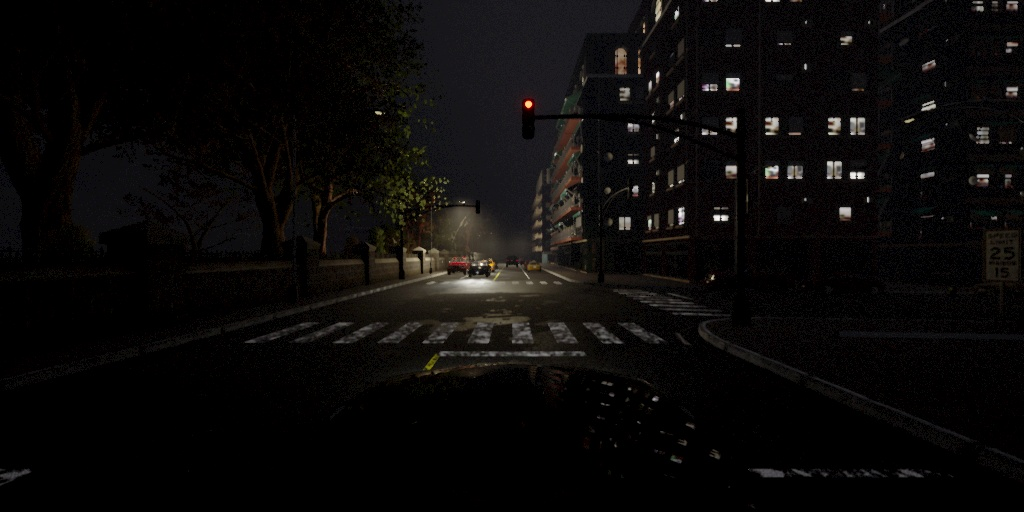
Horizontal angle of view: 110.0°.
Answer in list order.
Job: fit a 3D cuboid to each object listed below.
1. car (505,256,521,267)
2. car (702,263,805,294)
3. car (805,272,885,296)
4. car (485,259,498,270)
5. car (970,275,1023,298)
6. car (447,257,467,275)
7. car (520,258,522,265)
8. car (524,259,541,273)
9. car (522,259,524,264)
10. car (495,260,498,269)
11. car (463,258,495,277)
[{"bbox_3d":[0.025,0.972,63.707,2.150,2.045,5.566,0,0,0],"label":"car"},{"bbox_3d":[14.607,1.331,22.186,5.009,1.841,2.192,0,0,0],"label":"car"},{"bbox_3d":[20.302,1.664,22.202,4.507,1.381,1.888,0,0,0],"label":"car"},{"bbox_3d":[-3.068,1.273,54.397,1.812,1.442,4.674,0,0,0],"label":"car"},{"bbox_3d":[31.523,1.850,22.233,4.829,1.417,1.751,0,0,0],"label":"car"},{"bbox_3d":[-5.675,1.057,38.778,2.192,1.841,5.009,0,0,0],"label":"car"},{"bbox_3d":[2.711,1.298,55.382,2.007,1.370,4.403,0,0,0],"label":"car"},{"bbox_3d":[2.707,1.269,44.481,1.751,1.417,4.829,0,0,0],"label":"car"},{"bbox_3d":[2.709,1.291,49.846,1.888,1.381,4.507,0,0,0],"label":"car"},{"bbox_3d":[-3.074,1.222,44.219,1.882,1.535,5.008,0,0,0],"label":"car"},{"bbox_3d":[-3.074,1.234,34.718,2.128,1.511,4.902,0,0,0],"label":"car"}]
